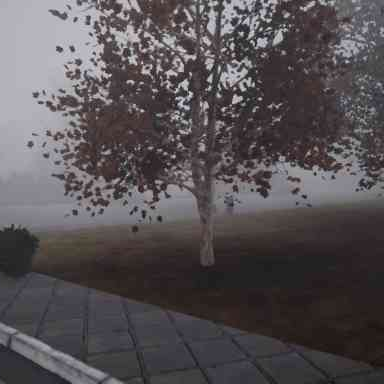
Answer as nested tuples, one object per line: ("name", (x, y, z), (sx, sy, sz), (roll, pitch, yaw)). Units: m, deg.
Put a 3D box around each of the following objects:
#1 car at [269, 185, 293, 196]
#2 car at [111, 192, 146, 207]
("car", (12.934, -0.293, 48.201), (4.892, 1.490, 1.837), (-2, 2, -26))
("car", (-7.318, 0.713, 35.663), (4.892, 1.490, 1.837), (-2, 3, -37))
